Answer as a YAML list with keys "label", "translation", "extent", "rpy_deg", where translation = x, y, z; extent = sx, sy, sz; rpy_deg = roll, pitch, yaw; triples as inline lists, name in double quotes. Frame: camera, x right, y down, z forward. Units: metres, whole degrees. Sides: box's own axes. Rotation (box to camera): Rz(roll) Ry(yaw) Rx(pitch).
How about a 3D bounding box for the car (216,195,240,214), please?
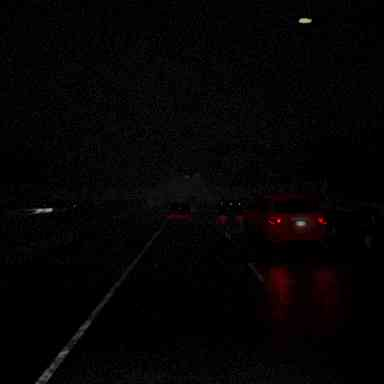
- label: "car"
  translation: [3.578, 1.120, 32.637]
  extent: [2.097, 1.767, 4.553]
  rpy_deg: [0, 0, 0]

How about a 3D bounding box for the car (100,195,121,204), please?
- label: "car"
  translation: [-10.616, 1.207, 43.606]
  extent: [1.882, 1.535, 5.008]
  rpy_deg: [0, 0, 0]

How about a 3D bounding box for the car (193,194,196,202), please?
- label: "car"
  translation: [-0.045, 1.274, 66.447]
  extent: [2.033, 1.411, 5.357]
  rpy_deg: [0, 0, 0]

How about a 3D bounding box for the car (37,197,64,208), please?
- label: "car"
  translation: [-17.618, 1.334, 42.000]
  extent: [1.895, 1.301, 4.718]
  rpy_deg: [0, 0, 0]

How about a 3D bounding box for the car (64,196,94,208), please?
- label: "car"
  translation: [-14.118, 1.279, 42.765]
  extent: [2.033, 1.411, 5.357]
  rpy_deg: [0, 0, 0]

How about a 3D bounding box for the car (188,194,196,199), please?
- label: "car"
  translation: [-0.059, 1.157, 87.092]
  extent: [1.994, 1.385, 4.181]
  rpy_deg: [0, 0, 0]

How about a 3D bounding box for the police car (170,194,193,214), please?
- label: "police car"
  translation: [-1.071, 1.196, 32.095]
  extent: [1.930, 1.638, 5.238]
  rpy_deg: [0, 0, 0]

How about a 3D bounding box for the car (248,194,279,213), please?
- label: "car"
  translation: [7.078, 1.116, 33.417]
  extent: [2.097, 1.767, 4.553]
  rpy_deg: [0, 0, 0]

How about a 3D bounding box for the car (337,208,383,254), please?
- label: "car"
  translation: [7.091, 1.400, 13.032]
  extent: [1.837, 1.490, 4.892]
  rpy_deg: [0, 0, 0]

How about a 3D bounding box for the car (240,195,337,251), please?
- label: "car"
  translation: [3.591, 1.112, 13.648]
  extent: [2.150, 2.045, 5.566]
  rpy_deg: [0, 0, 0]

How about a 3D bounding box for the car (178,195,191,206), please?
- label: "car"
  translation: [-1.083, 1.175, 48.188]
  extent: [1.801, 1.575, 5.366]
  rpy_deg: [0, 0, 0]

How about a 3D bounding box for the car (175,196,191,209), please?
- label: "car"
  translation: [-1.078, 1.259, 41.994]
  extent: [1.812, 1.442, 4.674]
  rpy_deg: [0, 0, 0]
